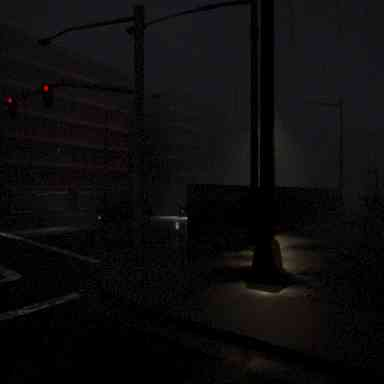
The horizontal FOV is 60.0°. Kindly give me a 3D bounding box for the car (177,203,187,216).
[{"bbox_3d":[0.513,1.505,32.530,1.837,1.490,4.892,0,0,35],"label":"car"}]

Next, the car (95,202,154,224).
[{"bbox_3d":[-4.927,1.491,24.787,2.128,1.511,4.902,0,0,35],"label":"car"}]
